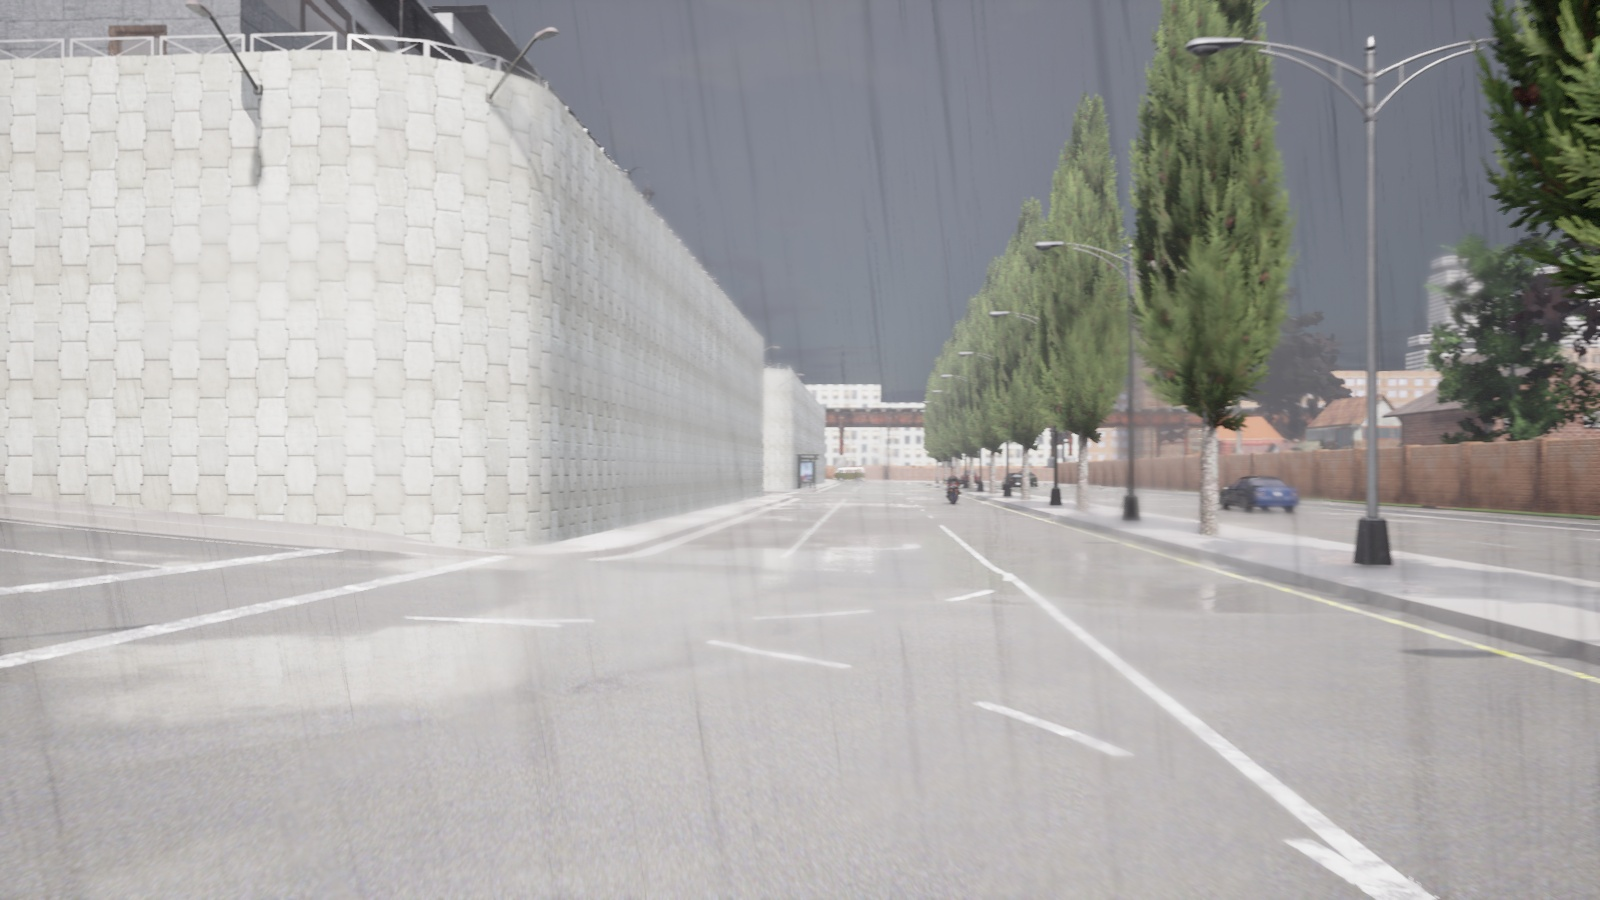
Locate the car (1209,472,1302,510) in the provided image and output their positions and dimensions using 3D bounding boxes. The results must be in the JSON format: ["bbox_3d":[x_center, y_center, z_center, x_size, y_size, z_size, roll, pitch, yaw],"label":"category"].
[{"bbox_3d":[18.067,1.609,50.076,2.033,1.411,5.357,0,-1,3],"label":"car"}]

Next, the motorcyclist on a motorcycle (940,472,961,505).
[{"bbox_3d":[7.081,1.801,59.211,0.866,1.530,2.191,0,-1,3],"label":"motorcyclist on a motorcycle"}]
